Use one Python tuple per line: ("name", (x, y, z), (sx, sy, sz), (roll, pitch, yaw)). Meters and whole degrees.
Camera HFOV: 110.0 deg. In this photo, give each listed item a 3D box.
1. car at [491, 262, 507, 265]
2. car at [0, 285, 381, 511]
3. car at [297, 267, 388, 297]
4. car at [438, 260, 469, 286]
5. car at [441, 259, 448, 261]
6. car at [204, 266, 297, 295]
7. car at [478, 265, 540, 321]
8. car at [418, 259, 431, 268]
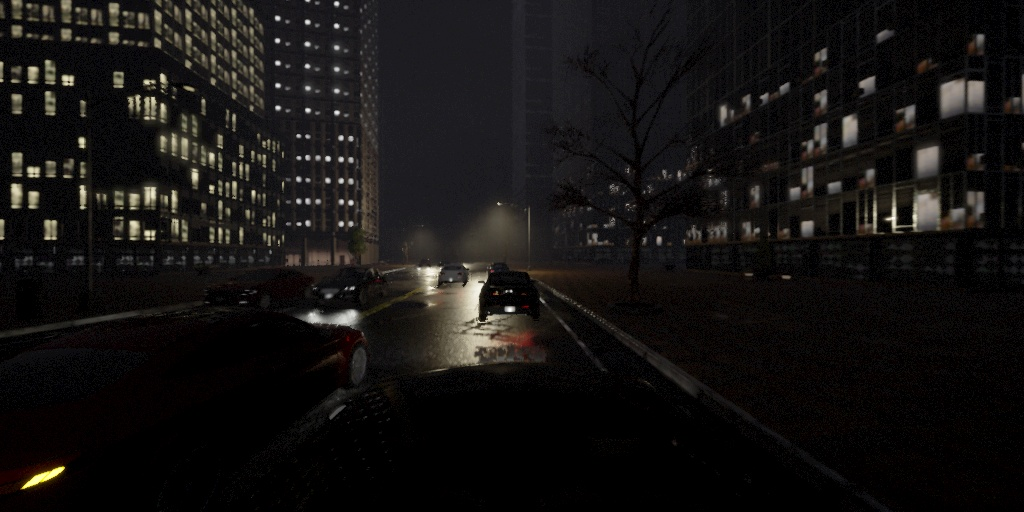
("car", (-1.152, 1.260, 31.199), (2.033, 1.411, 5.357), (0, 0, -5))
("car", (-3.198, 1.276, 3.856), (1.812, 1.442, 4.674), (0, 0, 0))
("car", (-6.942, 1.230, 15.850), (2.128, 1.511, 4.902), (0, 0, -2))
("car", (-3.951, 1.249, 24.678), (1.812, 1.442, 4.674), (0, 0, -3))
("car", (-11.521, 1.270, 61.432), (1.994, 1.385, 4.181), (0, 0, -9))
("car", (-10.154, 1.221, 14.867), (1.882, 1.535, 5.008), (0, 0, -2))
("car", (-0.126, 1.240, 12.464), (1.837, 1.490, 4.892), (0, 0, -2))
("car", (-14.718, 1.233, 60.842), (1.812, 1.442, 4.674), (0, 0, -9))
